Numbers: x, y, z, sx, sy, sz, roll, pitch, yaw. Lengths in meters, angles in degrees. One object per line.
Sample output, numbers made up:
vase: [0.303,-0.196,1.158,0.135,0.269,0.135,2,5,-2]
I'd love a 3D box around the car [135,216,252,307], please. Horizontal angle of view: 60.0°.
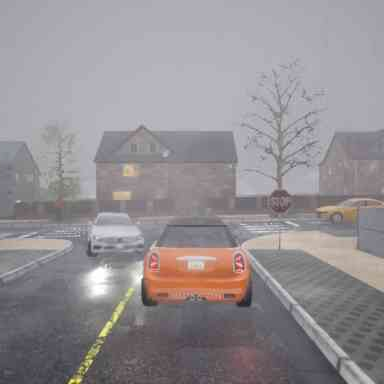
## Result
car: [0.155,1.351,8.158,2.097,1.767,4.553,0,0,2]

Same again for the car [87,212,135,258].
car: [-3.091,1.529,13.154,1.812,1.442,4.674,2,-1,-18]

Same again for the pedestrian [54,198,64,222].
pedestrian: [-9.699,1.257,24.218,0.375,1.860,0.375,0,2,0]

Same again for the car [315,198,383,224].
car: [10.515,1.160,21.383,5.008,1.535,1.882,-1,1,0]
